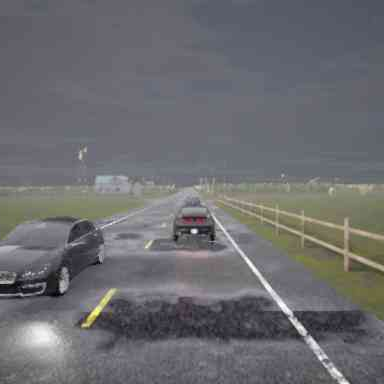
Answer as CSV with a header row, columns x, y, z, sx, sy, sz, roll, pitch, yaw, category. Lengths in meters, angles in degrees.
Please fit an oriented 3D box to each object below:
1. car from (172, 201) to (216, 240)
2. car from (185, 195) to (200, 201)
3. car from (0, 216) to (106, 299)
x,y,z,sx,sy,sz,roll,pitch,yaw,category
0.098,1.369,16.156,1.837,1.490,4.892,0,0,0,car
0.093,1.108,42.768,2.128,1.511,4.902,0,0,0,car
-3.578,1.436,8.447,1.837,1.490,4.892,0,0,0,car
